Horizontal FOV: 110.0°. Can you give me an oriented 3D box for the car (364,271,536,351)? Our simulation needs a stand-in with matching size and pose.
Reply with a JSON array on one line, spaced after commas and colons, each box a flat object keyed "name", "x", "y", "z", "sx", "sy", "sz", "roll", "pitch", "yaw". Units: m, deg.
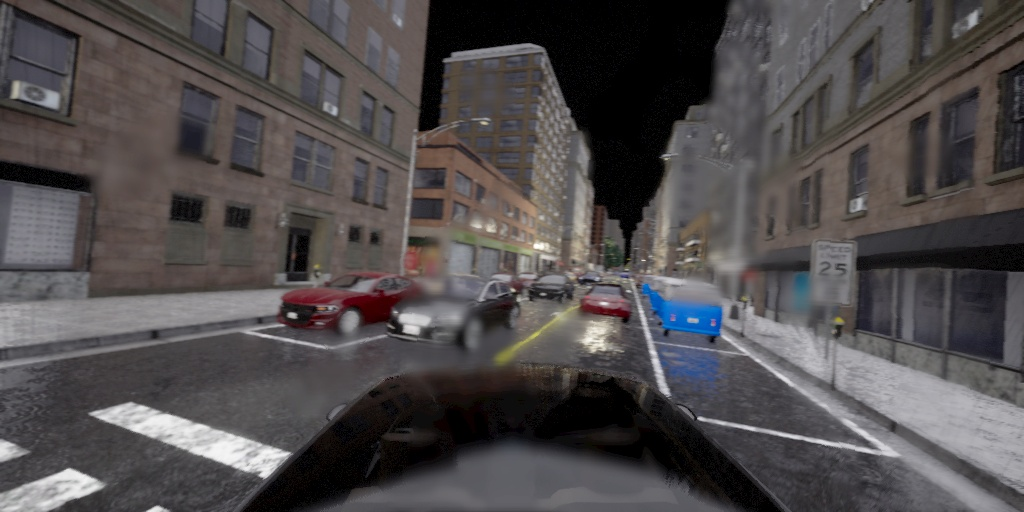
[{"name": "car", "x": -1.161, "y": 1.264, "z": 9.278, "sx": 2.128, "sy": 1.511, "sz": 4.902, "roll": 4, "pitch": -1, "yaw": 18}]

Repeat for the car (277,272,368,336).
[{"name": "car", "x": -3.973, "y": 1.099, "z": 9.692, "sx": 1.888, "sy": 1.381, "sz": 4.507, "roll": 0, "pitch": 0, "yaw": 18}]

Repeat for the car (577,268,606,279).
[{"name": "car", "x": 8.621, "y": 2.409, "z": 38.994, "sx": 2.097, "sy": 1.767, "sz": 4.553, "roll": 4, "pitch": -1, "yaw": 19}]

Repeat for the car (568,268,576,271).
[{"name": "car", "x": 6.187, "y": 2.427, "z": 40.837, "sx": 1.751, "sy": 1.417, "sz": 4.829, "roll": 0, "pitch": 0, "yaw": 18}]

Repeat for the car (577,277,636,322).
[{"name": "car", "x": 4.146, "y": 1.871, "z": 15.590, "sx": 1.994, "sy": 1.385, "sz": 4.181, "roll": 4, "pitch": -1, "yaw": 18}]

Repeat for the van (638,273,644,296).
[{"name": "van", "x": 10.925, "y": 2.403, "z": 27.919, "sx": 1.690, "sy": 1.789, "sz": 3.998, "roll": 0, "pitch": 0, "yaw": 18}]

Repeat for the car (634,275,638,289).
[{"name": "car", "x": 12.626, "y": 2.838, "z": 33.136, "sx": 2.007, "sy": 1.370, "sz": 4.403, "roll": 0, "pitch": 0, "yaw": 18}]

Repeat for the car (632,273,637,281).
[{"name": "car", "x": 16.028, "y": 3.054, "z": 43.569, "sx": 2.192, "sy": 1.841, "sz": 5.009, "roll": 0, "pitch": 0, "yaw": 18}]

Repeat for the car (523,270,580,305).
[{"name": "car", "x": 2.317, "y": 1.707, "z": 19.929, "sx": 1.882, "sy": 1.535, "sz": 5.008, "roll": 4, "pitch": -1, "yaw": 18}]

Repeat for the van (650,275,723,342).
[{"name": "van", "x": 5.821, "y": 1.730, "z": 12.270, "sx": 1.690, "sy": 1.789, "sz": 3.998, "roll": 0, "pitch": 0, "yaw": 18}]

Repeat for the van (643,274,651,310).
[{"name": "van", "x": 7.522, "y": 1.954, "z": 17.486, "sx": 1.690, "sy": 1.789, "sz": 3.998, "roll": 0, "pitch": 0, "yaw": 18}]
